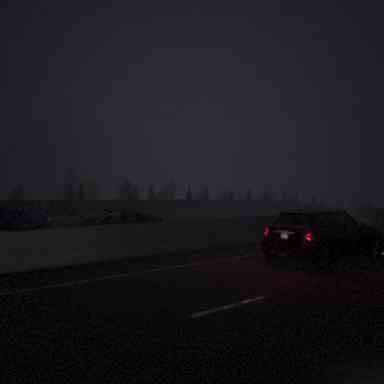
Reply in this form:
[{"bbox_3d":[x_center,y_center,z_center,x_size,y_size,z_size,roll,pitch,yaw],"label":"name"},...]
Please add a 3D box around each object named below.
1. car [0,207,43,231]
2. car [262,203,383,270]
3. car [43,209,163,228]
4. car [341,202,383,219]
[{"bbox_3d":[-10.522,1.549,17.983,5.357,1.411,2.033,0,0,-36],"label":"car"},{"bbox_3d":[4.519,1.354,11.271,4.553,1.767,2.097,0,0,-36],"label":"car"},{"bbox_3d":[-3.470,1.495,14.416,4.902,1.511,2.128,0,0,-36],"label":"car"},{"bbox_3d":[17.428,1.870,33.622,4.902,1.511,2.128,4,-2,-35],"label":"car"}]
